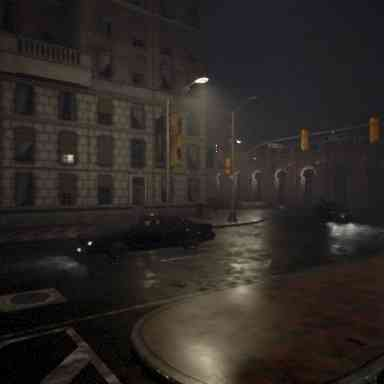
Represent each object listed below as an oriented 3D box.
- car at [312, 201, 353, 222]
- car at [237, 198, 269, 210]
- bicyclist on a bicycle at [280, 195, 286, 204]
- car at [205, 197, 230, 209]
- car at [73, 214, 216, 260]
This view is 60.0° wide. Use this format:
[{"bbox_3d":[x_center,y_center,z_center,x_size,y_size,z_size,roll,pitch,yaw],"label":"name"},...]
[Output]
[{"bbox_3d":[10.924,1.480,26.196,2.128,1.511,4.902,0,0,3],"label":"car"},{"bbox_3d":[7.695,1.511,42.545,1.812,1.442,4.674,0,0,-36],"label":"car"},{"bbox_3d":[15.489,1.279,56.467,1.656,1.620,0.582,0,0,-36],"label":"bicyclist on a bicycle"},{"bbox_3d":[2.810,1.464,43.334,1.882,1.535,5.008,0,0,-36],"label":"car"},{"bbox_3d":[-1.589,1.544,12.648,5.357,1.411,2.033,0,0,-35],"label":"car"}]
